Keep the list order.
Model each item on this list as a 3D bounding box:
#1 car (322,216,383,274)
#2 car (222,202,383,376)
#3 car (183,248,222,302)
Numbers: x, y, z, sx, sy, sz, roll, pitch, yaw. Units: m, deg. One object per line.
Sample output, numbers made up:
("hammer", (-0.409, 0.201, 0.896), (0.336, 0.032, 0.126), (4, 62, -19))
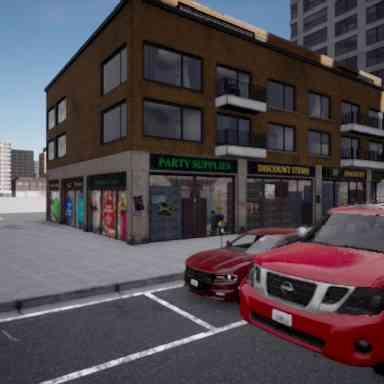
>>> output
("car", (6.368, 1.594, 11.092), (4.206, 1.307, 1.802), (0, 0, -36))
("car", (3.378, 1.228, 5.796), (5.566, 2.045, 2.150), (0, 0, -36))
("car", (1.875, 1.551, 7.878), (4.507, 1.381, 1.887), (0, 0, -36))
